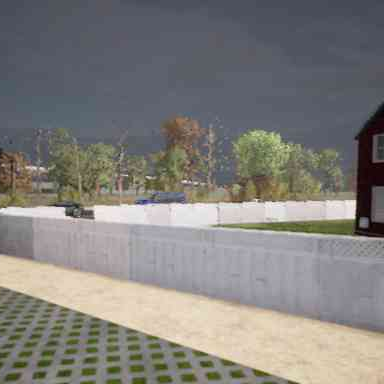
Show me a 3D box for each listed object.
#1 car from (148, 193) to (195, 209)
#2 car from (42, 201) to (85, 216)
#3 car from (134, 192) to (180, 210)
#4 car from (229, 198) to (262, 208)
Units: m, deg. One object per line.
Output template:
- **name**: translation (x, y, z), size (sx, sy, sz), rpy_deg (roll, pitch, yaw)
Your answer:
- **car**: translation (-1.495, 1.297, 31.643), size (4.553, 1.767, 2.097), rpy_deg (-1, 2, -19)
- **car**: translation (-12.389, 1.532, 31.635), size (4.181, 1.385, 1.994), rpy_deg (-1, 2, -18)
- **car**: translation (-3.282, 1.079, 34.673), size (5.566, 2.045, 2.150), rpy_deg (-1, 2, -18)
- **car**: translation (6.552, 1.348, 37.969), size (4.718, 1.301, 1.895), rpy_deg (-1, 2, -19)
